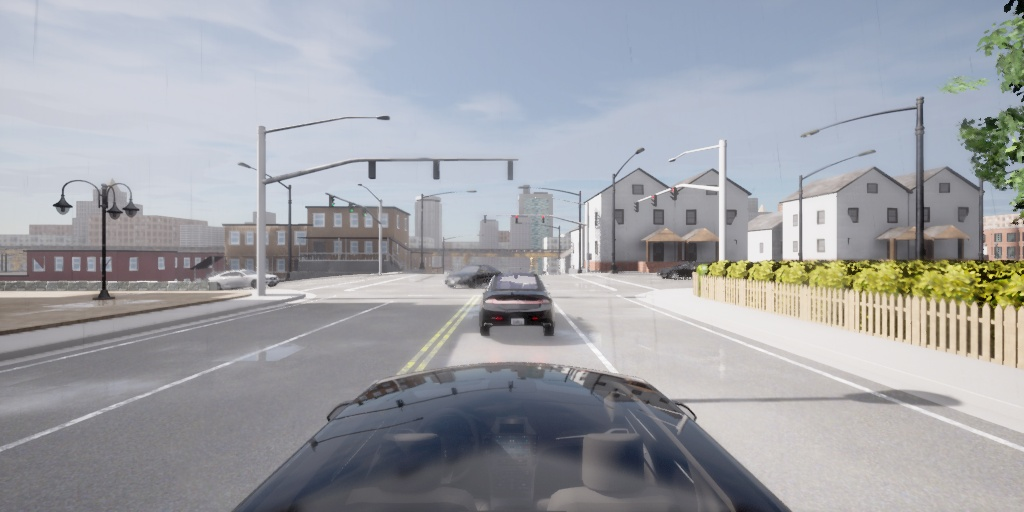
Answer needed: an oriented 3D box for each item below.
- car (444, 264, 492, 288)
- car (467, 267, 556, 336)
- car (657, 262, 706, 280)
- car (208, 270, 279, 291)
[{"bbox_3d":[-2.380,1.251,22.997,1.812,1.442,4.674,-1,0,28],"label":"car"},{"bbox_3d":[0.118,1.242,10.372,2.128,1.511,4.902,0,0,0],"label":"car"},{"bbox_3d":[14.870,1.255,30.385,4.892,1.490,1.837,0,0,-1],"label":"car"},{"bbox_3d":[-19.659,1.742,26.244,4.674,1.442,1.812,-4,0,1],"label":"car"}]
